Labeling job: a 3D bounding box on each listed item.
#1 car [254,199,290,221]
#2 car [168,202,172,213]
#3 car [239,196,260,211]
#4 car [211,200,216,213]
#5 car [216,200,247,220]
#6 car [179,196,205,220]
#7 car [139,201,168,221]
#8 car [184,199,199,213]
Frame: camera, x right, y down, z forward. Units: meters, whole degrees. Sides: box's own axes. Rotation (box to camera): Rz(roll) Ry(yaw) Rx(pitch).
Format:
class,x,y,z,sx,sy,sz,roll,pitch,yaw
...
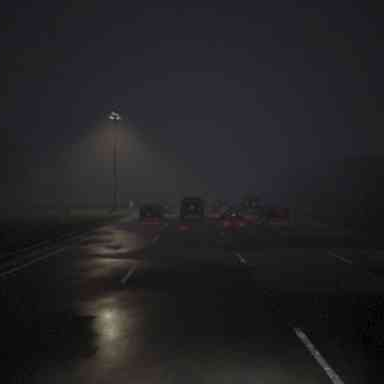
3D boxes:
class,x,y,z,sx,sy,sz,roll,pitch,yaw
car,7.005,1.652,28.874,1.882,1.535,5.008,0,0,0
car,-3.548,1.795,40.561,2.033,1.411,5.357,0,0,1
car,6.948,1.465,39.964,2.150,2.045,5.566,0,0,0
car,3.458,1.745,41.609,2.128,1.511,4.902,0,0,0
car,3.513,1.710,30.416,1.812,1.442,4.674,0,0,0
car,0.026,1.407,30.415,2.150,2.045,5.566,0,0,0
car,-3.495,1.659,29.638,1.882,1.535,5.008,0,0,0
car,-0.039,1.735,42.333,1.882,1.535,5.008,0,0,0
